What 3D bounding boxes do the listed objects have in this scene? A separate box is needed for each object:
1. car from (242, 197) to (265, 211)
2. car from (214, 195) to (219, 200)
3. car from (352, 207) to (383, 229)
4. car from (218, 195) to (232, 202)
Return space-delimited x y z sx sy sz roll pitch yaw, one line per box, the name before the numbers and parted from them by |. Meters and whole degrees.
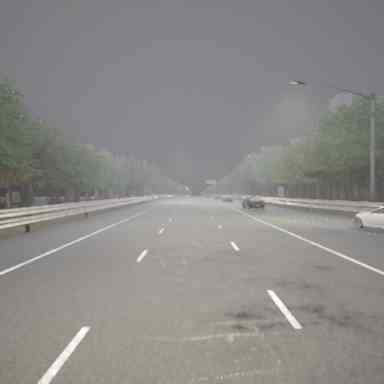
car | 7.367 1.397 40.389 1.882 1.535 5.008 0 0 -4
car | 7.159 1.437 93.007 1.812 1.442 4.674 0 0 0
car | 11.239 1.514 18.727 1.812 1.442 4.674 0 0 -16
car | 7.060 1.458 68.070 1.895 1.301 4.718 0 0 0
